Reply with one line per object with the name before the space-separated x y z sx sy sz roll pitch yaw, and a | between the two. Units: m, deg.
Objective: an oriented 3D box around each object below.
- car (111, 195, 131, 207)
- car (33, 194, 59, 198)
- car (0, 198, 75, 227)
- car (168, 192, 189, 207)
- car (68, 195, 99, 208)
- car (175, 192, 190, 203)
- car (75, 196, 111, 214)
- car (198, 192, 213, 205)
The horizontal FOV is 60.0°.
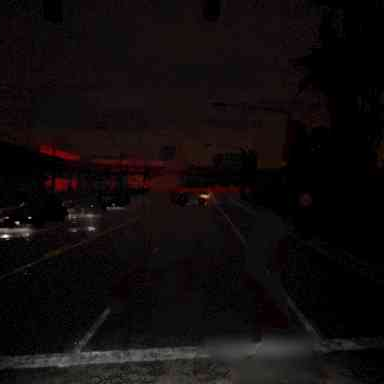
car | -8.952 1.035 41.125 2.033 1.411 5.357 0 1 3
car | -12.984 1.023 28.925 2.097 1.767 4.553 0 1 2
car | -9.787 1.333 21.514 2.033 1.411 5.357 0 1 3
car | -1.853 0.856 42.165 2.097 1.767 4.553 0 1 2
car | -12.562 1.111 38.872 1.895 1.301 4.718 0 1 3
car | -1.450 0.804 52.225 1.882 1.535 5.008 0 1 2
car | -9.389 1.180 31.248 1.812 1.442 4.674 0 1 3
car | 1.839 1.083 44.417 1.895 1.301 4.718 0 1 2
